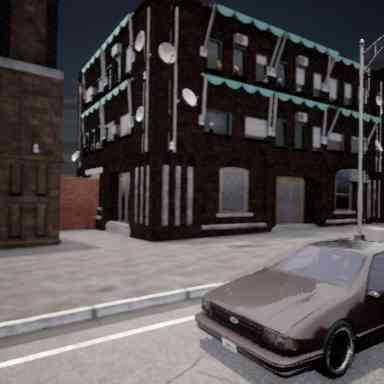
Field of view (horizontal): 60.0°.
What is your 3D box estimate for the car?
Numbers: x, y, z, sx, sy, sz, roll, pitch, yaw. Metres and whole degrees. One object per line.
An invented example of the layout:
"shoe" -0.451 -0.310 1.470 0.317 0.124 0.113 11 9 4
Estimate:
"car" 2.706 1.573 5.678 5.357 1.411 2.033 0 0 -33
